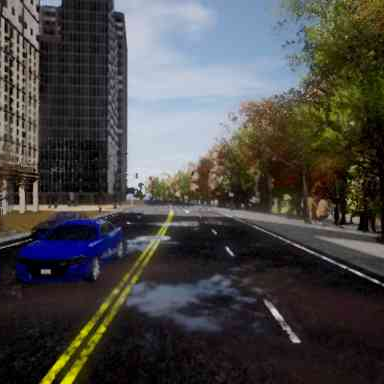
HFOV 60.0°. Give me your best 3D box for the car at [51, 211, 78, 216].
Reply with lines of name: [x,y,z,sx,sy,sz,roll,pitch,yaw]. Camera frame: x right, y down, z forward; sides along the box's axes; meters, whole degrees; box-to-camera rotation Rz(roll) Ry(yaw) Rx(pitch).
car: [-6.785,1.764,18.105,2.033,1.411,5.357,0,-1,-1]

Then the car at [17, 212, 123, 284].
car: [-3.416,1.600,10.211,1.882,1.535,5.008,0,-1,-1]
